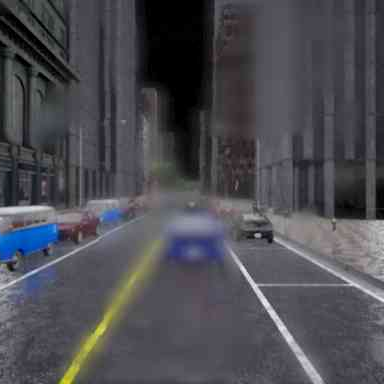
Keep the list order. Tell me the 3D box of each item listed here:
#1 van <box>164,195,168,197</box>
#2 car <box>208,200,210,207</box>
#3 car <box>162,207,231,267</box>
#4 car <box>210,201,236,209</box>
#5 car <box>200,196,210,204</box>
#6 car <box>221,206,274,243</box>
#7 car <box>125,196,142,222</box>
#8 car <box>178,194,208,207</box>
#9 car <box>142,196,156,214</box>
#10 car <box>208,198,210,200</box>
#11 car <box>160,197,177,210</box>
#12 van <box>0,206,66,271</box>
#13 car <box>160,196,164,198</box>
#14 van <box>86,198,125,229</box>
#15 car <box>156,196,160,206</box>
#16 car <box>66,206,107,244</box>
[{"bbox_3d":[-5.755,1.552,59.675,1.690,1.788,3.998,0,0,0],"label":"van"},{"bbox_3d":[2.768,1.678,32.474,1.802,1.307,4.206,0,0,0],"label":"car"},{"bbox_3d":[0.070,1.512,11.548,1.882,1.535,5.008,0,0,0],"label":"car"},{"bbox_3d":[2.768,1.520,27.034,1.967,1.590,4.097,0,0,0],"label":"car"},{"bbox_3d":[2.773,1.706,70.558,1.967,1.590,4.097,0,0,0],"label":"car"},{"bbox_3d":[2.766,1.599,16.152,2.008,1.369,4.403,0,0,0],"label":"car"},{"bbox_3d":[-5.758,1.395,27.030,2.192,1.841,5.009,0,0,0],"label":"car"},{"bbox_3d":[0.092,1.310,30.394,2.150,2.045,5.566,0,0,0],"label":"car"},{"bbox_3d":[-5.756,1.428,37.912,2.192,1.841,5.009,0,0,0],"label":"car"},{"bbox_3d":[2.769,1.657,37.914,1.887,1.381,4.507,0,0,0],"label":"car"},{"bbox_3d":[-3.084,1.743,45.809,1.895,1.301,4.718,0,0,0],"label":"car"},{"bbox_3d":[-5.760,1.373,10.706,1.690,1.788,3.998,0,0,0],"label":"van"},{"bbox_3d":[-5.755,1.765,54.233,1.802,1.307,4.206,0,0,0],"label":"car"},{"bbox_3d":[-5.758,1.405,21.588,1.690,1.788,3.998,0,0,0],"label":"van"},{"bbox_3d":[-5.756,1.572,43.353,1.967,1.590,4.097,0,0,0],"label":"car"},{"bbox_3d":[-5.759,1.593,16.146,1.887,1.381,4.507,0,0,0],"label":"car"}]
